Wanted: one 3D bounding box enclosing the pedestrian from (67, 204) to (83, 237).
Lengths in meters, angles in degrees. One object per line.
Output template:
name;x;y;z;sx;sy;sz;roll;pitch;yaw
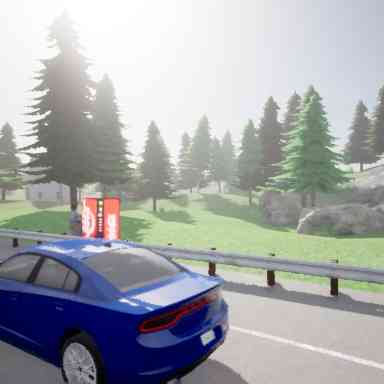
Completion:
pedestrian;-4.206;1.294;11.939;0.375;1.860;0.375;0;0;32

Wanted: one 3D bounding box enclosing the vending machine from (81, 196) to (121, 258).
vending machine;-3.292;1.195;12.045;0.880;2.100;1.100;0;0;33

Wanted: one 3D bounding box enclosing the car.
car;-1.863;1.477;5.134;5.008;1.535;1.882;0;0;34
